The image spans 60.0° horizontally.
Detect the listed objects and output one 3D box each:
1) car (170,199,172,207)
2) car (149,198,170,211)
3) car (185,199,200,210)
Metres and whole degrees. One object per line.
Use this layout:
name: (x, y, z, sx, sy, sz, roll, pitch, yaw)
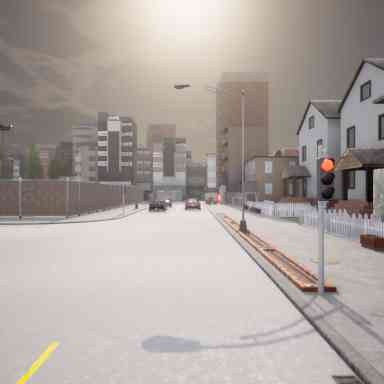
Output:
car: (-4.078, 1.564, 50.539, 1.994, 1.385, 4.181, 0, 0, 0)
car: (-4.092, 1.601, 40.470, 1.895, 1.301, 4.718, 0, 0, 0)
car: (0.109, 1.564, 44.150, 1.994, 1.385, 4.181, 0, 0, 0)
